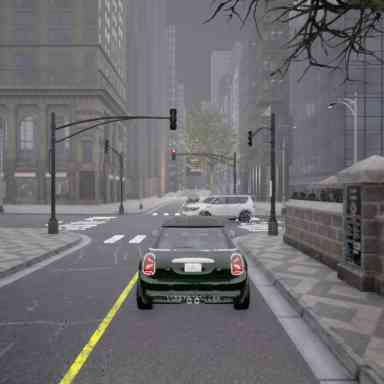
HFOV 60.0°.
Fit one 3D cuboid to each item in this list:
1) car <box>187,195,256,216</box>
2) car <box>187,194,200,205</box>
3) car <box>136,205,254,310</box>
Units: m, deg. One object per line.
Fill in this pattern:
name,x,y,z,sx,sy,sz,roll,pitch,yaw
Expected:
car,2.025,1.222,24.447,5.566,2.045,2.150,1,-1,-23
car,0.269,1.188,54.195,2.097,1.767,4.553,0,0,0
car,0.034,1.352,7.997,2.097,1.767,4.553,0,0,0
